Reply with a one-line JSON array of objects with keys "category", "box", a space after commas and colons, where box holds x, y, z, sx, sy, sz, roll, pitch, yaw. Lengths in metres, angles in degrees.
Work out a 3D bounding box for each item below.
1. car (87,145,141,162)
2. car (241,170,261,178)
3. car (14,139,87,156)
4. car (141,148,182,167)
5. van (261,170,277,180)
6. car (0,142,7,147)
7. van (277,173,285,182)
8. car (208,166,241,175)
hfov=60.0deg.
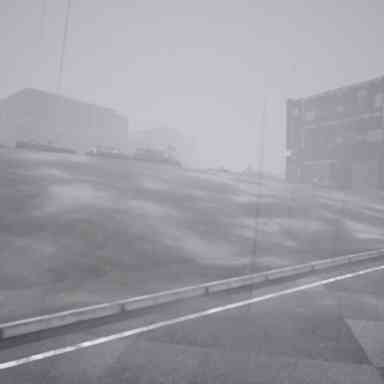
[{"category": "car", "box": [-7.425, -3.320, 30.498, 2.185, 1.767, 4.553, 0, -1, 45]}, {"category": "car", "box": [7.349, -2.320, 47.030, 2.002, 1.452, 4.674, 1, -2, 40]}, {"category": "car", "box": [-11.393, -3.351, 26.494, 4.892, 1.521, 2.231, 2, -1, -44]}, {"category": "car", "box": [-3.549, -3.268, 34.556, 2.435, 2.045, 5.566, 0, -1, 44]}, {"category": "van", "box": [10.939, -2.317, 51.428, 1.878, 1.987, 4.442, 1, -2, 39]}, {"category": "car", "box": [-15.294, -3.445, 22.730, 4.674, 1.452, 2.002, 2, -1, -43]}, {"category": "van", "box": [14.325, -2.033, 55.802, 1.878, 1.987, 4.442, 1, -3, 38]}, {"category": "car", "box": [3.785, -2.561, 42.791, 2.002, 1.452, 4.674, 1, -2, 41]}]
